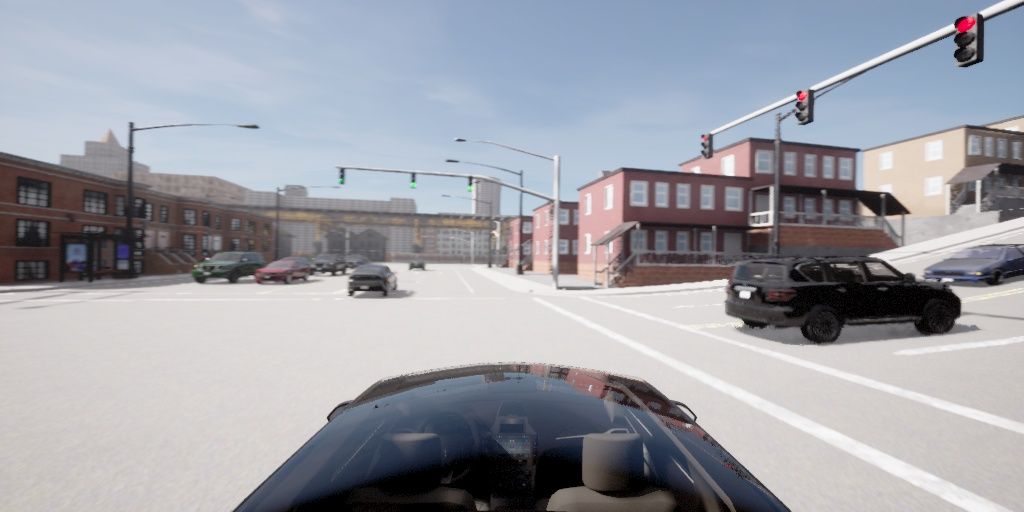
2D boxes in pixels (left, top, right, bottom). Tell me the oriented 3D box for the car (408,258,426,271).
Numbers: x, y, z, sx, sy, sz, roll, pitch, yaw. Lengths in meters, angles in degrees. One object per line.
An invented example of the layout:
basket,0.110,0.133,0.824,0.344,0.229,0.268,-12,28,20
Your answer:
car,-12.828,1.051,48.698,2.097,1.767,4.553,1,0,-11

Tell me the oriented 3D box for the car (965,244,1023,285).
car,20.523,0.238,15.290,5.357,1.411,2.033,-8,1,-11

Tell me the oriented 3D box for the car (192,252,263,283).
car,-19.172,0.730,24.691,2.150,2.045,5.566,1,0,-10

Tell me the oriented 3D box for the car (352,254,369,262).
car,-19.287,0.798,44.487,2.150,2.045,5.566,1,0,-10

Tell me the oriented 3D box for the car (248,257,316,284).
car,-15.616,1.046,24.669,1.882,1.535,5.008,1,0,-11

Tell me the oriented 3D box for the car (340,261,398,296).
car,-7.171,1.194,18.733,1.837,1.490,4.892,1,0,-11

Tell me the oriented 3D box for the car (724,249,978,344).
car,8.585,0.992,9.555,5.566,2.045,2.150,-2,0,-9

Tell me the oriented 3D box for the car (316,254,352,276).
car,-17.385,0.793,34.118,2.150,2.045,5.566,1,0,-10
